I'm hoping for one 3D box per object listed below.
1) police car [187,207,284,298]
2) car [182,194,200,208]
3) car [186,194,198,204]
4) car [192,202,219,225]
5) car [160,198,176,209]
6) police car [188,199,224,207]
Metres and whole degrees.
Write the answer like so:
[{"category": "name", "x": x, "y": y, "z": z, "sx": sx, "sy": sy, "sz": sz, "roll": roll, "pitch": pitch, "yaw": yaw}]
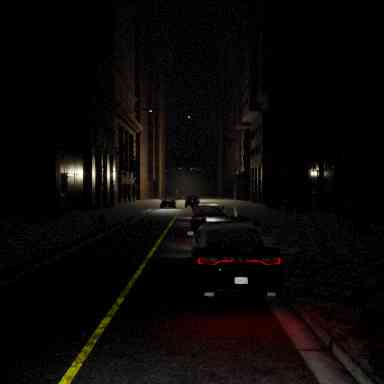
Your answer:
[{"category": "police car", "x": 0.906, "y": 1.421, "z": 8.696, "sx": 1.930, "sy": 1.638, "sz": 5.238, "roll": 0, "pitch": 0, "yaw": 0}, {"category": "car", "x": 0.054, "y": 1.299, "z": 46.789, "sx": 2.097, "sy": 1.767, "sz": 4.553, "roll": 0, "pitch": 0, "yaw": 0}, {"category": "car", "x": 0.050, "y": 1.272, "z": 60.082, "sx": 2.097, "sy": 1.767, "sz": 4.553, "roll": 0, "pitch": 0, "yaw": 0}, {"category": "car", "x": 0.920, "y": 1.507, "z": 24.588, "sx": 1.812, "sy": 1.442, "sz": 4.674, "roll": 0, "pitch": 0, "yaw": 0}, {"category": "car", "x": -3.063, "y": 1.517, "z": 43.364, "sx": 1.994, "sy": 1.385, "sz": 4.181, "roll": 0, "pitch": 0, "yaw": 0}, {"category": "police car", "x": 0.915, "y": 1.413, "z": 18.698, "sx": 1.930, "sy": 1.638, "sz": 5.238, "roll": 0, "pitch": 0, "yaw": 0}]
